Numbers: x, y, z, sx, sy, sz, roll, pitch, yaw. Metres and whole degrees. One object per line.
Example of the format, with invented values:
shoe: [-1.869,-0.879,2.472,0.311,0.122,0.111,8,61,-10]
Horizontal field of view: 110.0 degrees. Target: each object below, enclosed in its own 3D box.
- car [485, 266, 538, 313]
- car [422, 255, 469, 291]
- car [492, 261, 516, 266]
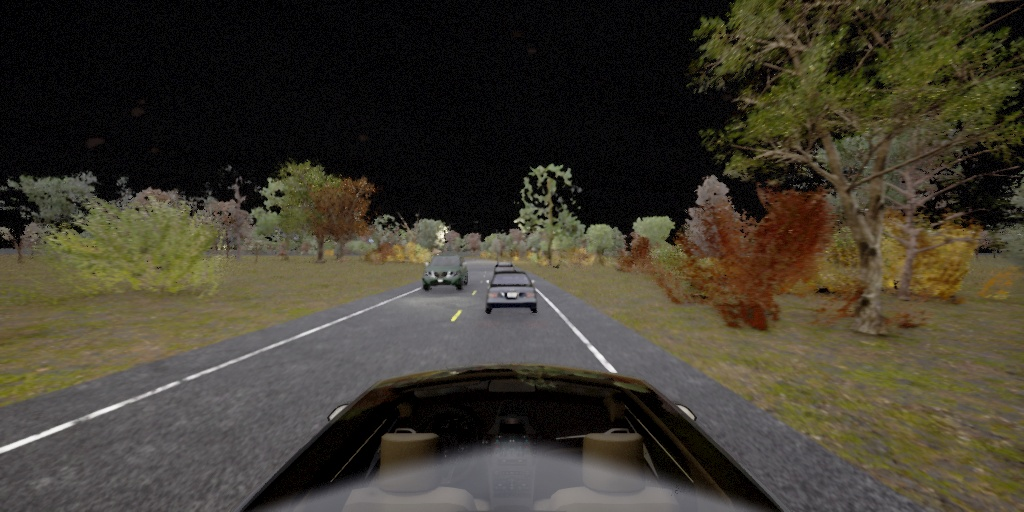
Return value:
car: [-0.054,1.277,13.950,2.033,1.411,5.357,0,0,-1]
car: [-3.876,0.936,21.702,2.150,2.045,5.566,0,0,-2]
car: [-0.707,1.167,32.355,2.128,1.511,4.902,0,0,-3]
